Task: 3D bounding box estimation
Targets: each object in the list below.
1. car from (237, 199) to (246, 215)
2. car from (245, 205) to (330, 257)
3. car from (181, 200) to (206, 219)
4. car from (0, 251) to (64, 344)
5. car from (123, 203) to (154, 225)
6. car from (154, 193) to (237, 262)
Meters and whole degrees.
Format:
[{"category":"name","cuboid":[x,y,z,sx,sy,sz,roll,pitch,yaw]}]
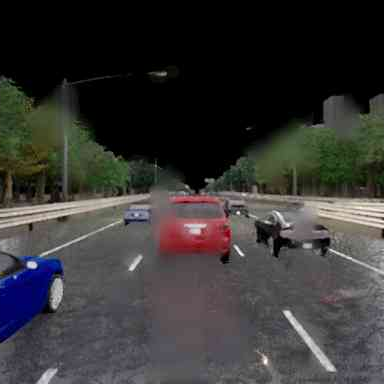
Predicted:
[{"category":"car","cuboid":[3.605,1.358,28.243,1.837,1.490,4.892,0,1,0]},{"category":"car","cuboid":[3.596,1.448,12.754,2.128,1.511,4.902,0,0,0]},{"category":"car","cuboid":[0.105,1.413,28.632,1.994,1.385,4.181,0,1,0]},{"category":"car","cuboid":[-3.433,1.464,4.533,1.882,1.535,5.008,0,0,0]},{"category":"car","cuboid":[-3.402,1.442,22.968,2.033,1.411,5.357,0,0,0]},{"category":"car","cuboid":[0.098,1.181,12.018,2.150,2.045,5.566,0,0,0]}]
